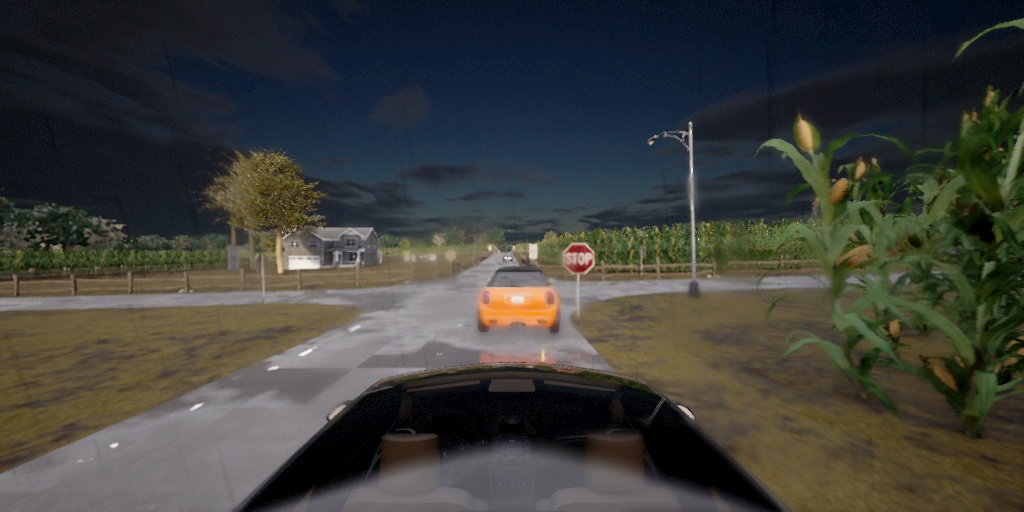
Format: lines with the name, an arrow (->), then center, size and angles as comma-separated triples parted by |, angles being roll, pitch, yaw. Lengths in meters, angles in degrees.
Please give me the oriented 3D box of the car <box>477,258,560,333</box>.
car -> 0.279, 1.079, 10.831 | 2.097, 1.767, 4.553 | 0, 0, 3
